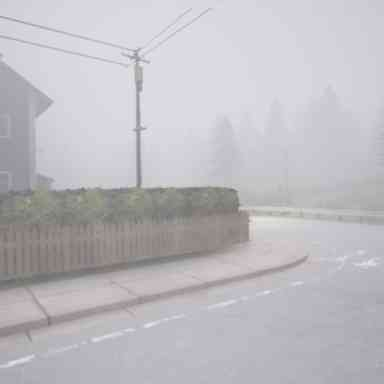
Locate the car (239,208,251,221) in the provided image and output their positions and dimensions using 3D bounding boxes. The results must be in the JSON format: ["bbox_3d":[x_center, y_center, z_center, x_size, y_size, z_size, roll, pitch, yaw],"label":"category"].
[{"bbox_3d":[1.723,1.265,21.897,1.837,1.490,4.892,-1,1,-35],"label":"car"}]
